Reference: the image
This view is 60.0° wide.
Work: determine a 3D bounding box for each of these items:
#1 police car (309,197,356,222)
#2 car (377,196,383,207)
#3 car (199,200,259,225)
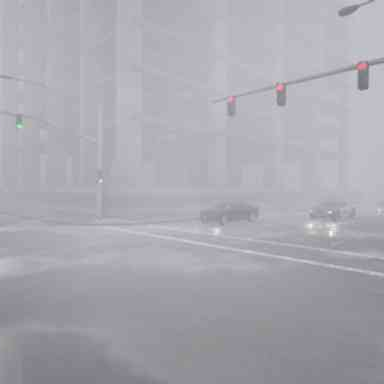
[{"bbox_3d":[11.036,1.427,26.163,4.974,1.542,2.038,0,1,-44],"label":"police car"},{"bbox_3d":[28.440,1.546,47.676,4.718,1.301,1.895,0,0,-44],"label":"car"},{"bbox_3d":[2.630,1.353,23.101,5.008,1.535,1.882,0,1,-44],"label":"car"}]
